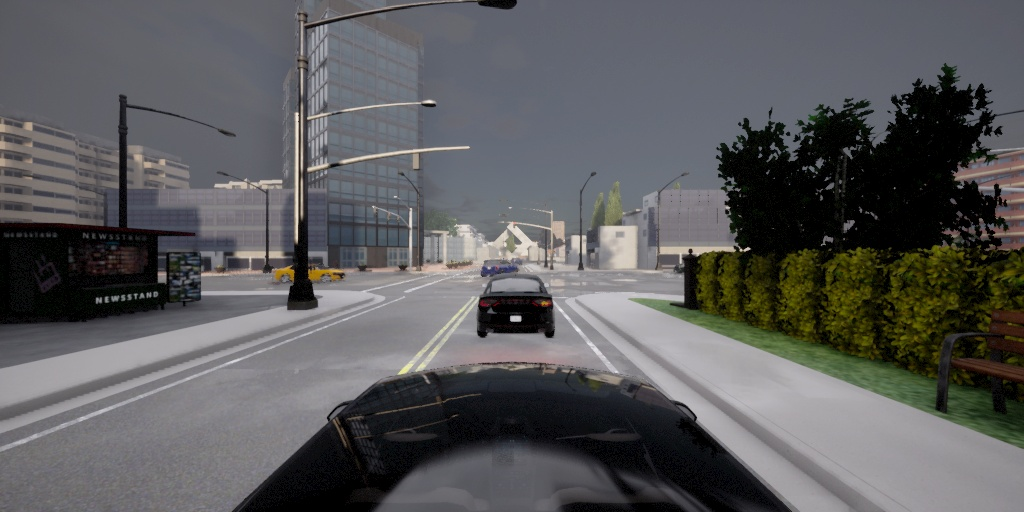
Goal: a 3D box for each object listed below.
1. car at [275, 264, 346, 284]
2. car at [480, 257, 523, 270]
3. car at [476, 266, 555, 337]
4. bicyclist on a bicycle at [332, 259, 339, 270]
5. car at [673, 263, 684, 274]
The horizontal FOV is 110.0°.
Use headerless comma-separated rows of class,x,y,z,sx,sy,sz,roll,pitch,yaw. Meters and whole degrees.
car,-15.652,1.328,27.958,5.008,1.535,1.882,-1,0,0
car,-1.097,1.120,33.644,2.097,1.767,4.553,-1,0,27
car,0.107,1.228,10.355,1.882,1.535,5.008,0,0,1
bicyclist on a bicycle,-21.835,1.216,44.408,0.582,1.620,1.656,-1,0,0
car,19.977,1.057,38.806,4.553,1.767,2.097,0,0,0
